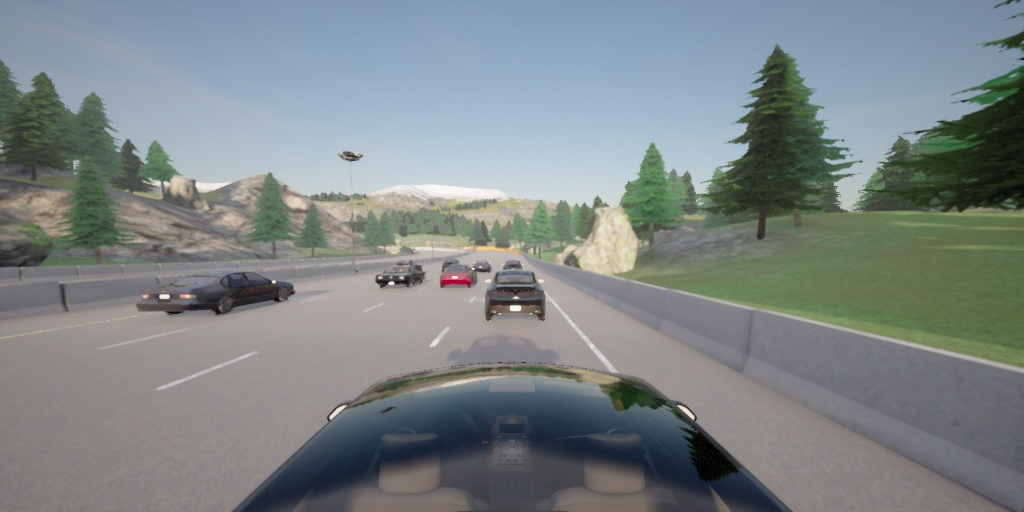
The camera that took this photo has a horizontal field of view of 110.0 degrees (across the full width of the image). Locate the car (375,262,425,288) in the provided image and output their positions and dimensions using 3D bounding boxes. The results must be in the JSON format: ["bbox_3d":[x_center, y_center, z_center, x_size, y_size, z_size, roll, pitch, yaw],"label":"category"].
[{"bbox_3d":[-6.899,1.275,22.744,1.895,1.301,4.718,0,0,0],"label":"car"}]

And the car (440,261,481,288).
[{"bbox_3d":[-3.399,1.236,23.344,1.994,1.385,4.181,0,0,0],"label":"car"}]

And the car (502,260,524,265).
[{"bbox_3d":[0.101,1.139,34.014,1.837,1.490,4.892,0,0,0],"label":"car"}]

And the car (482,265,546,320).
[{"bbox_3d":[0.101,1.216,12.478,1.837,1.490,4.892,0,0,0],"label":"car"}]

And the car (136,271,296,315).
[{"bbox_3d":[-10.400,1.256,13.244,2.033,1.411,5.357,0,0,0],"label":"car"}]

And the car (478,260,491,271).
[{"bbox_3d":[-3.398,1.168,41.005,1.994,1.385,4.181,0,0,0],"label":"car"}]

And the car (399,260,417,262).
[{"bbox_3d":[-10.399,1.118,36.083,2.128,1.511,4.902,0,0,0],"label":"car"}]

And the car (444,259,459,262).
[{"bbox_3d":[-6.898,1.106,41.626,1.837,1.490,4.892,0,0,0],"label":"car"}]
